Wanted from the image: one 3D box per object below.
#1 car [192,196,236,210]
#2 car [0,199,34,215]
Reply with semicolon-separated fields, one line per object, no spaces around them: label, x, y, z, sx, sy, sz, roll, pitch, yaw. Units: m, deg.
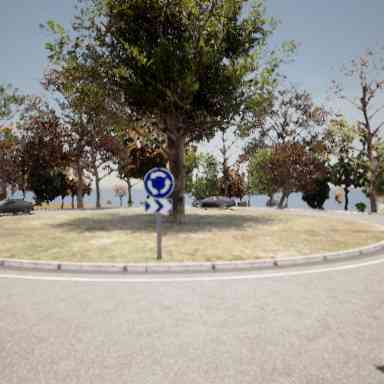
car;2.434;1.229;37.407;4.902;1.511;2.128;0;0;17
car;-16.023;1.324;28.758;1.812;1.442;4.674;0;0;28
